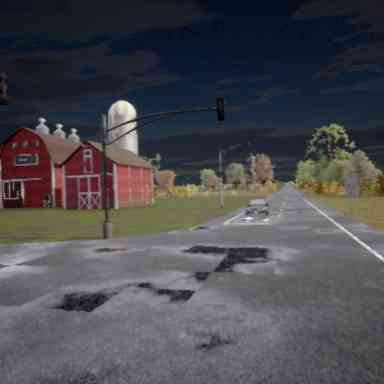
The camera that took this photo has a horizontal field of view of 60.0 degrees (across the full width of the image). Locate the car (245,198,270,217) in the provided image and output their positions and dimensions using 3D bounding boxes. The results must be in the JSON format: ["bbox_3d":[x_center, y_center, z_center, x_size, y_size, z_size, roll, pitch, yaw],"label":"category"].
[{"bbox_3d":[5.781,1.307,28.943,1.812,1.442,4.674,-2,0,16],"label":"car"}]
